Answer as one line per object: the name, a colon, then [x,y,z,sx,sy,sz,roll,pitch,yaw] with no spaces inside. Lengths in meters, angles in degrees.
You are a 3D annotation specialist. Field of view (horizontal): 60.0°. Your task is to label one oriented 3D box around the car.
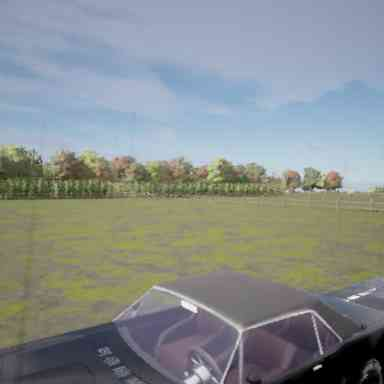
car: [0.083,1.602,3.136,4.718,1.301,1.895,0,0,-36]
